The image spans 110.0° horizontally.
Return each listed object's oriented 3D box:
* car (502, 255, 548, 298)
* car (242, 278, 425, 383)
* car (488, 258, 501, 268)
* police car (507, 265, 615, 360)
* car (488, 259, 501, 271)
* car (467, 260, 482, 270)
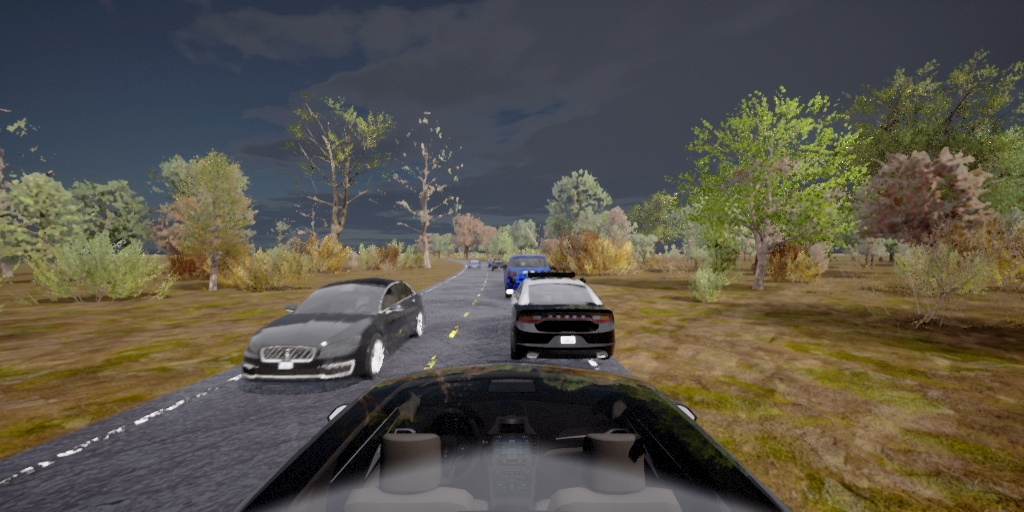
[{"bbox_3d":[0.716,0.961,18.431,2.150,2.045,5.566,0,0,-2],"label":"car"},{"bbox_3d":[-3.125,1.250,7.357,1.837,1.490,4.892,0,0,0],"label":"car"},{"bbox_3d":[-2.961,1.190,59.279,1.882,1.535,5.008,0,0,-7],"label":"car"},{"bbox_3d":[0.899,1.170,8.463,1.930,1.638,5.238,0,0,0],"label":"police car"},{"bbox_3d":[-1.787,1.222,46.959,1.837,1.490,4.892,0,0,-5],"label":"car"},{"bbox_3d":[-5.380,1.243,51.648,1.812,1.442,4.674,0,0,-5],"label":"car"}]
